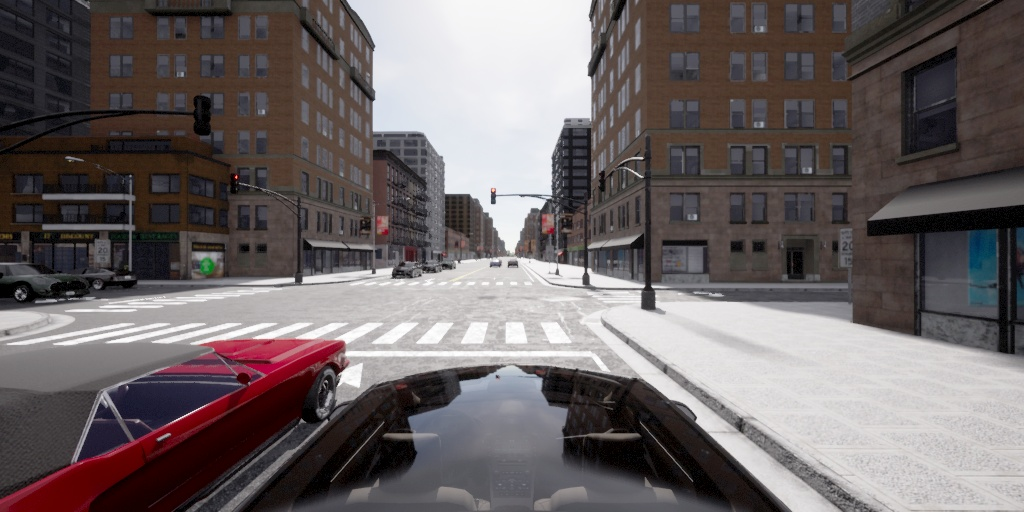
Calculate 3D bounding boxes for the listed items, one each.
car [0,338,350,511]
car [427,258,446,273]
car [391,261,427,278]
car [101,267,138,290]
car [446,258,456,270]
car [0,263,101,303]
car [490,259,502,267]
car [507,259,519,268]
[{"bbox_3d":[-3.157,1.351,2.837,1.895,1.301,4.718,0,0,0],"label":"car"},{"bbox_3d":[-9.731,1.251,43.556,1.837,1.490,4.892,0,0,1],"label":"car"},{"bbox_3d":[-9.758,1.253,33.721,1.837,1.490,4.892,0,0,0],"label":"car"},{"bbox_3d":[-25.321,1.330,21.705,4.313,1.339,1.948,0,0,0],"label":"car"},{"bbox_3d":[-9.699,1.095,53.617,2.097,1.767,4.553,0,0,0],"label":"car"},{"bbox_3d":[-22.163,1.095,16.196,4.553,1.767,2.097,0,0,0],"label":"car"},{"bbox_3d":[-2.979,1.287,64.154,2.033,1.411,5.357,0,0,0],"label":"car"},{"bbox_3d":[0.166,1.245,62.199,1.837,1.490,4.892,0,0,0],"label":"car"}]
